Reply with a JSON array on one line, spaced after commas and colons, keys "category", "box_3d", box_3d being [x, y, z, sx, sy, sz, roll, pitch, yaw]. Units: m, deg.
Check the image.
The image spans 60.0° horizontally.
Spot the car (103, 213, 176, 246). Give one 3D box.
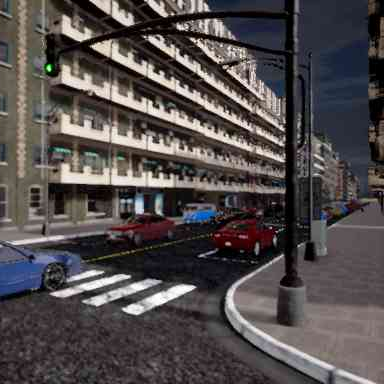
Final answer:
[{"category": "car", "box_3d": [-2.589, 1.886, 17.590, 1.812, 1.442, 4.674, 0, -1, 29]}]

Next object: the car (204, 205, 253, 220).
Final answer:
[{"category": "car", "box_3d": [3.156, 2.057, 27.920, 1.882, 1.535, 5.008, 0, -1, 29]}]

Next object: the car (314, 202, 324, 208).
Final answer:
[{"category": "car", "box_3d": [33.804, 3.458, 88.397, 2.008, 1.369, 4.403, -1, -2, 29]}]

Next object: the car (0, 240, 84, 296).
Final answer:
[{"category": "car", "box_3d": [-4.901, 1.662, 7.061, 2.033, 1.411, 5.357, 0, -1, 29]}]

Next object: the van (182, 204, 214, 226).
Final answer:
[{"category": "van", "box_3d": [0.682, 1.912, 28.778, 1.690, 1.788, 3.998, -1, -1, 29]}]

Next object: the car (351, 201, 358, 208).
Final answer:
[{"category": "car", "box_3d": [32.842, 3.106, 69.420, 1.887, 1.381, 4.507, -1, -2, 29]}]

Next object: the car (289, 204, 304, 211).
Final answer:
[{"category": "car", "box_3d": [19.996, 2.917, 63.558, 1.802, 1.307, 4.206, -1, -1, 29]}]

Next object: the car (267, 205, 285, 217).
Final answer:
[{"category": "car", "box_3d": [10.029, 2.351, 40.222, 1.837, 1.490, 4.892, 0, -1, 29]}]

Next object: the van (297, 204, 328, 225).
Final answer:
[{"category": "van", "box_3d": [10.750, 2.019, 29.682, 1.690, 1.788, 3.998, -1, -1, 29]}]

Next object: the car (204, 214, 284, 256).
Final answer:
[{"category": "car", "box_3d": [2.470, 1.904, 14.771, 1.887, 1.381, 4.507, -1, -1, 29]}]

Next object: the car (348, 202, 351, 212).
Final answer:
[{"category": "car", "box_3d": [24.557, 2.805, 54.516, 1.802, 1.307, 4.206, -1, -2, 29]}]

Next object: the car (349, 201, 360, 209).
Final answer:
[{"category": "car", "box_3d": [41.127, 3.221, 84.327, 2.192, 1.841, 5.009, -1, -2, 29]}]

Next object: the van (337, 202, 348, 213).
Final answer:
[{"category": "van", "box_3d": [21.796, 2.453, 49.554, 1.690, 1.788, 3.998, -1, -2, 29]}]

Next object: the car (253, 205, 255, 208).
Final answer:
[{"category": "car", "box_3d": [6.179, 2.225, 38.727, 1.967, 1.590, 4.097, -1, -1, 29]}]

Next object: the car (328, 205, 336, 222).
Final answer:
[{"category": "car", "box_3d": [13.510, 2.367, 34.645, 1.802, 1.307, 4.206, -1, -1, 29]}]

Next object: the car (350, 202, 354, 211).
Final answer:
[{"category": "car", "box_3d": [27.319, 2.901, 59.484, 1.947, 1.339, 4.313, -1, -2, 29]}]

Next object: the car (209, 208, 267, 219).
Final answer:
[{"category": "car", "box_3d": [3.101, 1.999, 21.440, 1.812, 1.442, 4.674, 0, -1, 29]}]

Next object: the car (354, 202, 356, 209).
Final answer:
[{"category": "car", "box_3d": [30.081, 3.030, 64.451, 1.802, 1.307, 4.206, -1, -2, 29]}]

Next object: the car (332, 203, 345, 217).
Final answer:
[{"category": "car", "box_3d": [19.116, 2.531, 44.731, 1.752, 1.417, 4.829, -1, -1, 29]}]
